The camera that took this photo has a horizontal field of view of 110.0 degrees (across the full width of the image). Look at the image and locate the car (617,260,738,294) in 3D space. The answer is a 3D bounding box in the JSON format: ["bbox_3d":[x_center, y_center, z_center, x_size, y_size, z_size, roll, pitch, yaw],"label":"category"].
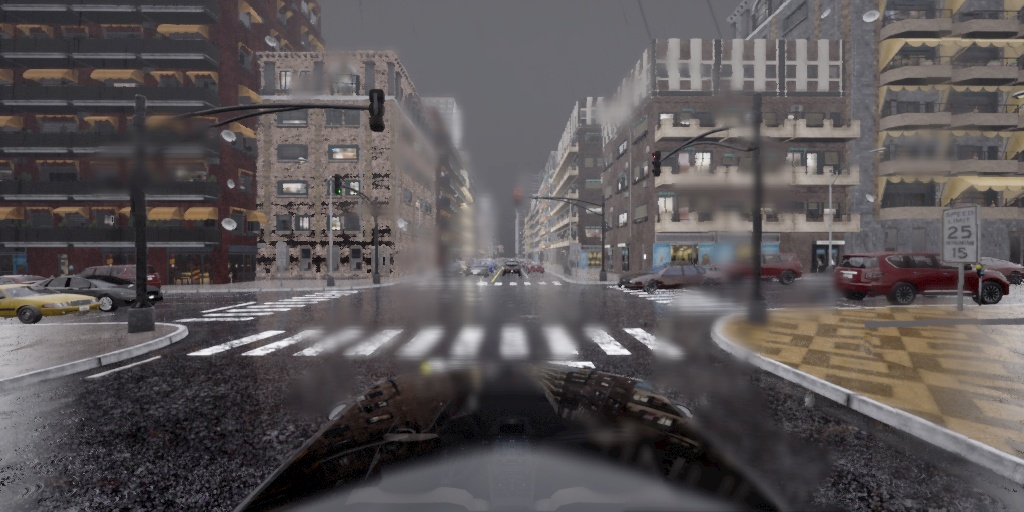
[{"bbox_3d":[8.285,1.114,18.491,5.357,1.411,2.033,-1,0,-6],"label":"car"}]

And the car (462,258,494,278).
[{"bbox_3d":[-3.163,1.247,33.996,2.128,1.511,4.902,0,0,0],"label":"car"}]

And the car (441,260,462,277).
[{"bbox_3d":[-5.756,1.322,35.120,1.948,1.339,4.313,0,0,0],"label":"car"}]

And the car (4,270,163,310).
[{"bbox_3d":[-17.895,1.560,15.355,4.892,1.490,1.837,-1,0,-1],"label":"car"}]

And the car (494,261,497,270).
[{"bbox_3d":[-3.181,1.237,43.418,1.882,1.535,5.008,0,0,0],"label":"car"}]

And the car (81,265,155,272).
[{"bbox_3d":[-23.637,1.462,21.055,5.009,1.841,2.192,0,0,-1],"label":"car"}]

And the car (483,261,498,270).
[{"bbox_3d":[-3.194,1.365,53.415,1.895,1.301,4.718,0,0,0],"label":"car"}]

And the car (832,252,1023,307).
[{"bbox_3d":[14.688,0.775,13.118,5.009,1.841,2.192,0,0,-1],"label":"car"}]

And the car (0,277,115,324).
[{"bbox_3d":[-17.651,1.585,12.771,4.829,1.417,1.751,0,0,-1],"label":"car"}]

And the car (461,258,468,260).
[{"bbox_3d":[-5.767,1.284,40.633,1.751,1.417,4.829,0,0,0],"label":"car"}]

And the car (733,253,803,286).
[{"bbox_3d":[14.537,0.759,21.497,5.009,1.841,2.192,0,0,-1],"label":"car"}]

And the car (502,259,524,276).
[{"bbox_3d":[0.007,1.262,38.021,1.837,1.490,4.892,0,0,0],"label":"car"}]

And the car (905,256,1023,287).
[{"bbox_3d":[24.176,0.795,19.008,4.674,1.442,1.812,-1,0,-1],"label":"car"}]

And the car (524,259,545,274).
[{"bbox_3d":[2.613,1.198,40.822,1.967,1.591,4.097,0,0,0],"label":"car"}]
